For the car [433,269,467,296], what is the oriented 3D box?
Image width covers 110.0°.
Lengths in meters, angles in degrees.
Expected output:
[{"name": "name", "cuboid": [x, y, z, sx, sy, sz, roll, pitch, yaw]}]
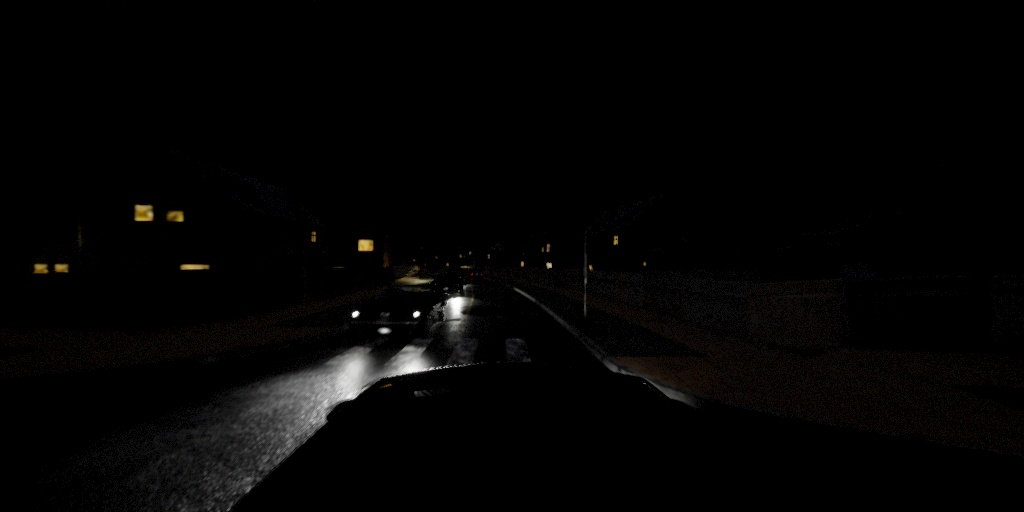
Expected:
[{"name": "car", "cuboid": [-4.083, 1.769, 23.037, 1.994, 1.385, 4.181, 1, -1, -7]}]

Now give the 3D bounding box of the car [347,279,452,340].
[{"name": "car", "cuboid": [-3.138, 1.526, 10.753, 1.895, 1.301, 4.718, 1, -1, -3]}]

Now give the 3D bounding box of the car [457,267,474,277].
[{"name": "car", "cuboid": [-7.247, 2.513, 55.548, 1.812, 1.442, 4.674, 1, -2, -16]}]

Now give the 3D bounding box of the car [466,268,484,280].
[{"name": "car", "cuboid": [-4.739, 2.292, 45.325, 2.033, 1.411, 5.357, 1, -1, -13]}]
